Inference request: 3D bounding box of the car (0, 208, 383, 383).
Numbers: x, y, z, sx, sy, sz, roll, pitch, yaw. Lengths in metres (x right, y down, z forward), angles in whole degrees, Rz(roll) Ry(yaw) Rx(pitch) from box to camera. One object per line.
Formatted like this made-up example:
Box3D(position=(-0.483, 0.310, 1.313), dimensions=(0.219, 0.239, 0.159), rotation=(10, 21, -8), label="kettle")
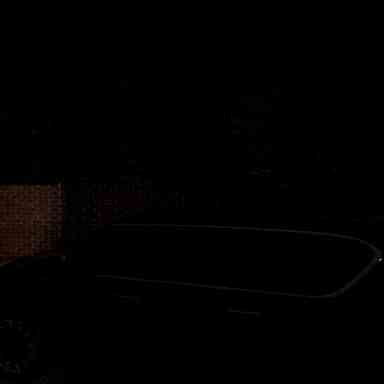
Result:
Box3D(position=(-0.056, 1.221, 4.041), dimensions=(5.566, 2.045, 2.150), rotation=(0, -1, 27), label="car")
